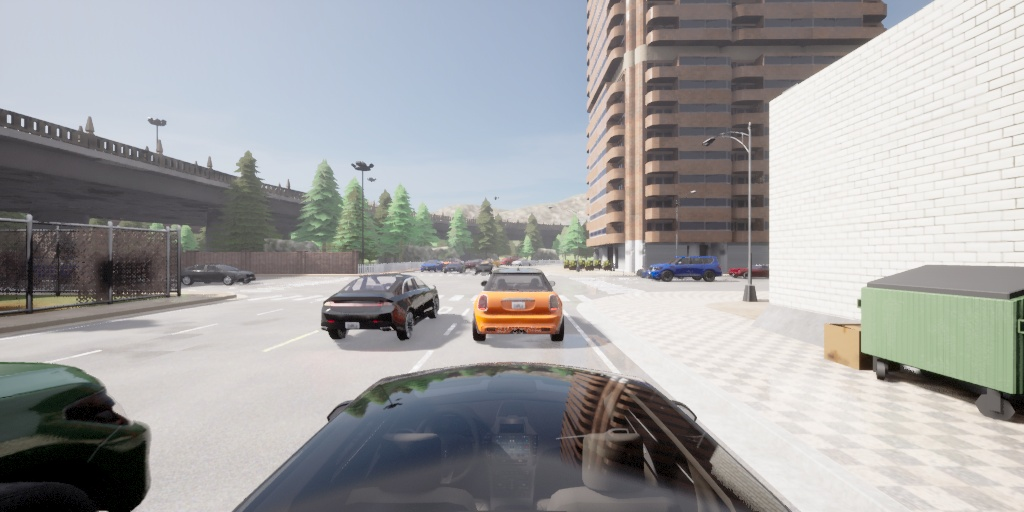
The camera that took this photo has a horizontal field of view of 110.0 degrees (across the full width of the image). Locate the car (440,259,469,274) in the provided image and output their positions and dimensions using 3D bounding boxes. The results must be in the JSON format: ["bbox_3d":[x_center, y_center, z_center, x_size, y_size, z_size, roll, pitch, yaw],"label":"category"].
[{"bbox_3d":[-6.587,1.314,41.659,1.994,1.385,4.181,0,0,2],"label":"car"}]

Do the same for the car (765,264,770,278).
[{"bbox_3d":[23.606,1.331,28.936,4.674,1.442,1.812,0,0,1],"label":"car"}]

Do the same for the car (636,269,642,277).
[{"bbox_3d":[13.529,1.369,32.586,4.181,1.385,1.994,0,0,-1],"label":"car"}]

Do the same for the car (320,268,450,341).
[{"bbox_3d":[-3.320,1.242,9.940,2.128,1.511,4.902,0,0,1],"label":"car"}]

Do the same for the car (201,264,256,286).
[{"bbox_3d":[-21.193,1.310,25.788,4.892,1.490,1.837,0,0,1],"label":"car"}]

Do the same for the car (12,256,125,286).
[{"bbox_3d":[-31.880,1.027,25.915,5.566,2.045,2.150,0,0,1],"label":"car"}]

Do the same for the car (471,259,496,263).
[{"bbox_3d":[-3.008,1.249,40.210,2.128,1.511,4.902,0,0,1],"label":"car"}]

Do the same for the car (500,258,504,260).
[{"bbox_3d":[-3.731,1.228,60.521,1.882,1.535,5.008,0,0,24],"label":"car"}]

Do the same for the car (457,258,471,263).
[{"bbox_3d":[-6.227,1.351,50.412,1.895,1.301,4.718,0,0,5],"label":"car"}]

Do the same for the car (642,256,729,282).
[{"bbox_3d":[13.926,1.028,29.065,5.566,2.045,2.150,0,0,1],"label":"car"}]

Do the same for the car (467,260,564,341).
[{"bbox_3d":[0.167,1.102,10.004,2.097,1.767,4.553,0,0,1],"label":"car"}]

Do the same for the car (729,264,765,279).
[{"bbox_3d":[22.288,1.406,32.462,4.718,1.301,1.895,0,0,1],"label":"car"}]

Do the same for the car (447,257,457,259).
[{"bbox_3d":[-9.139,1.102,53.828,2.097,1.767,4.553,0,0,11],"label":"car"}]

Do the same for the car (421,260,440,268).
[{"bbox_3d":[-9.937,1.228,44.844,1.882,1.535,5.008,0,0,3],"label":"car"}]
